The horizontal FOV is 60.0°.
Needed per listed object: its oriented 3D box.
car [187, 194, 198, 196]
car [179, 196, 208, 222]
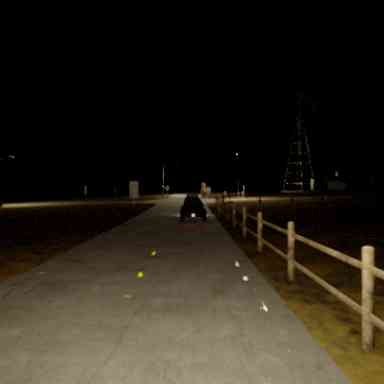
[{"bbox_3d":[0.043,1.010,38.243,1.882,1.535,5.008,0,1,0],"label":"car"},{"bbox_3d":[0.092,1.307,24.846,1.837,1.490,4.892,0,0,0],"label":"car"}]
